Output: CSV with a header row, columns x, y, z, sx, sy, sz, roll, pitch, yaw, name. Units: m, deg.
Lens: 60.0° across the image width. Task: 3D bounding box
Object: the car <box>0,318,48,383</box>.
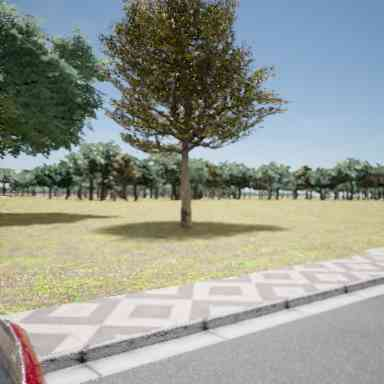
x,y,z,sx,sy,sz,roll,pitch,yaw,name
-2.859,1.357,1.220,4.553,1.767,2.097,1,-1,-33,car
